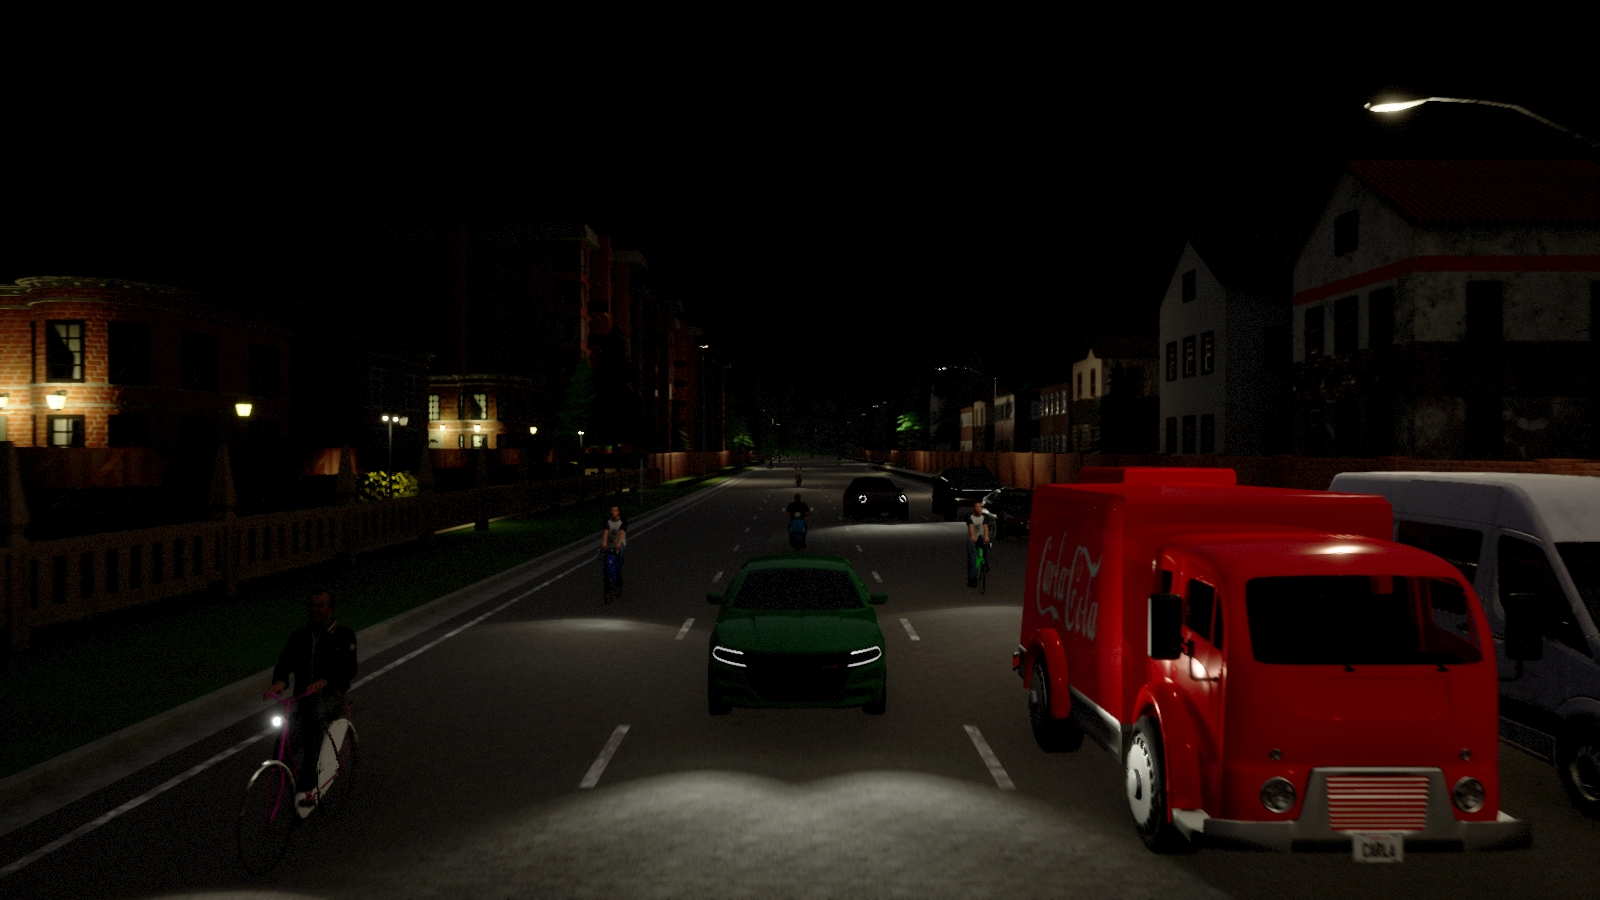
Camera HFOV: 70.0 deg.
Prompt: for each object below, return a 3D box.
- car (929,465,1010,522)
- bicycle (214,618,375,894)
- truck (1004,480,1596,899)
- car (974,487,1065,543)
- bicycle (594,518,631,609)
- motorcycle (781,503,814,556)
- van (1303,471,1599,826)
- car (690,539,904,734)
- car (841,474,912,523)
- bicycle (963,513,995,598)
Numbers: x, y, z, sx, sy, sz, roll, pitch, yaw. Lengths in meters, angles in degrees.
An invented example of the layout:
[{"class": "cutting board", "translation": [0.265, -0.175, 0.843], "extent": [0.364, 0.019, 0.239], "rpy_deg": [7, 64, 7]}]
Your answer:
[{"class": "car", "translation": [6.904, 1.731, 47.263], "extent": [2.390, 2.098, 6.274], "rpy_deg": [0, 0, 0]}, {"class": "bicycle", "translation": [-3.516, 2.056, 8.092], "extent": [0.329, 1.471, 1.835], "rpy_deg": [0, 0, 0]}, {"class": "truck", "translation": [3.473, 1.560, 9.479], "extent": [2.627, 2.467, 5.204], "rpy_deg": [0, 0, 0]}, {"class": "car", "translation": [6.920, 2.022, 36.503], "extent": [2.007, 1.525, 4.514], "rpy_deg": [0, 0, 0]}, {"class": "bicycle", "translation": [-3.420, 2.045, 20.967], "extent": [0.373, 1.496, 1.643], "rpy_deg": [0, 0, 1]}, {"class": "motorcycle", "translation": [-0.064, 2.127, 30.892], "extent": [0.856, 1.316, 1.805], "rpy_deg": [0, 0, 0]}, {"class": "van", "translation": [6.975, 1.528, 10.619], "extent": [1.988, 2.561, 5.915], "rpy_deg": [0, 0, 0]}, {"class": "car", "translation": [-0.033, 2.027, 13.732], "extent": [2.097, 1.535, 5.006], "rpy_deg": [0, 0, 0]}, {"class": "car", "translation": [3.010, 1.884, 45.906], "extent": [2.097, 1.767, 4.553], "rpy_deg": [0, 0, -6]}, {"class": "bicycle", "translation": [3.511, 2.045, 22.461], "extent": [0.373, 1.496, 1.643], "rpy_deg": [0, 1, 0]}]
